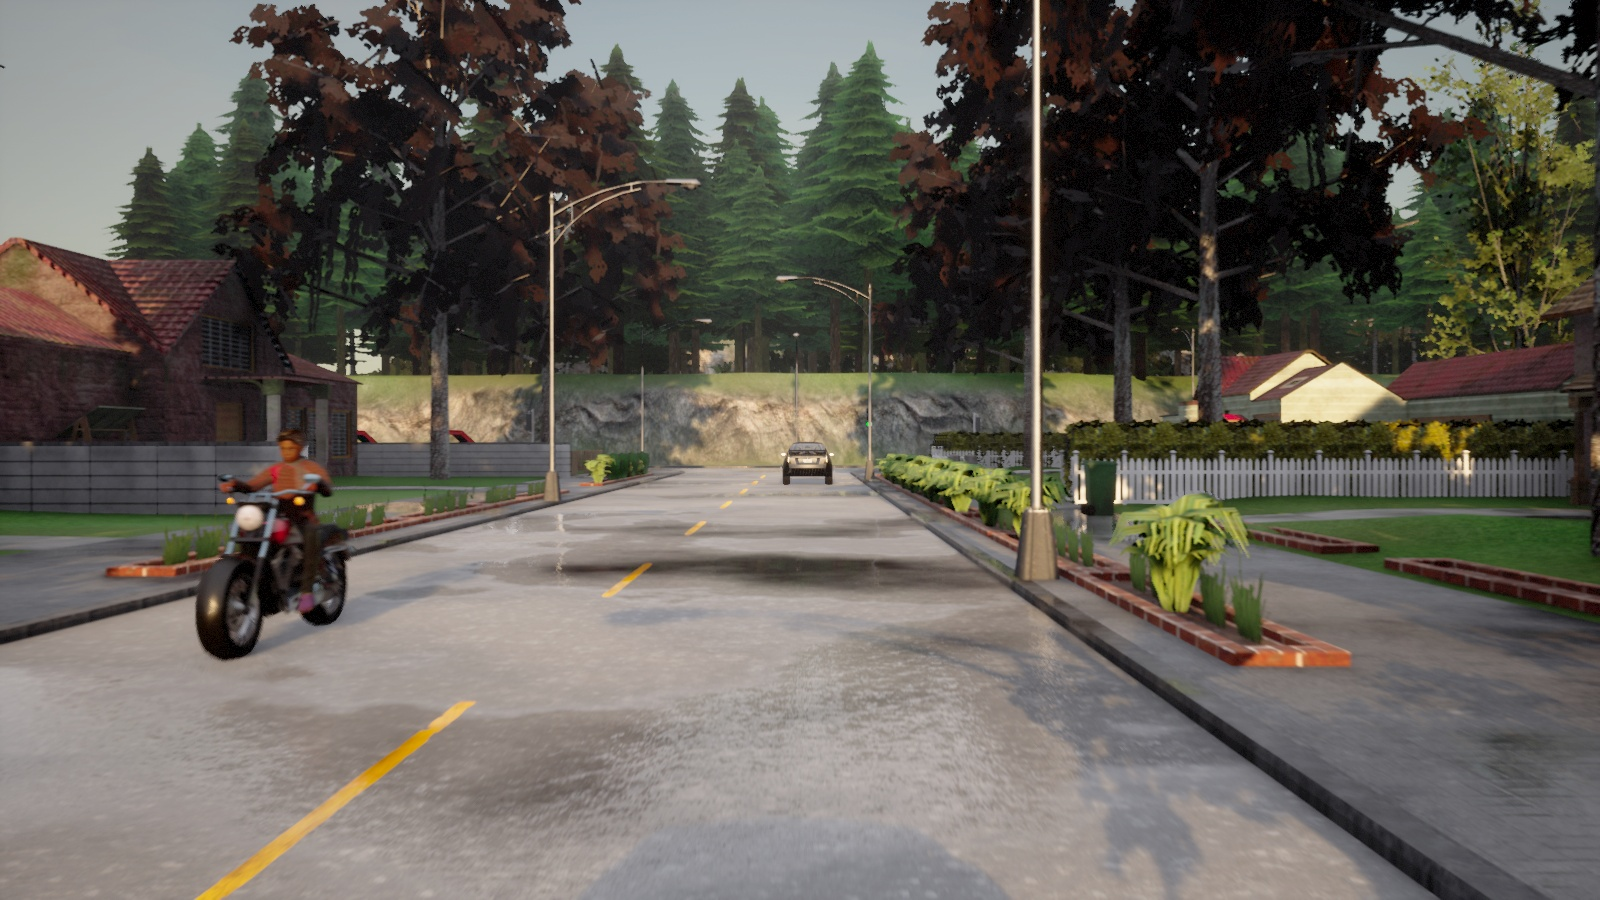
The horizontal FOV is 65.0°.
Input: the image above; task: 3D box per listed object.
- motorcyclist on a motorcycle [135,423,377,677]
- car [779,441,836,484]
[{"bbox_3d":[-3.932,0.641,9.333,0.766,1.649,2.350,0,0,0],"label":"motorcyclist on a motorcycle"},{"bbox_3d":[0.280,0.431,46.577,2.007,1.525,4.514,0,0,0],"label":"car"}]
